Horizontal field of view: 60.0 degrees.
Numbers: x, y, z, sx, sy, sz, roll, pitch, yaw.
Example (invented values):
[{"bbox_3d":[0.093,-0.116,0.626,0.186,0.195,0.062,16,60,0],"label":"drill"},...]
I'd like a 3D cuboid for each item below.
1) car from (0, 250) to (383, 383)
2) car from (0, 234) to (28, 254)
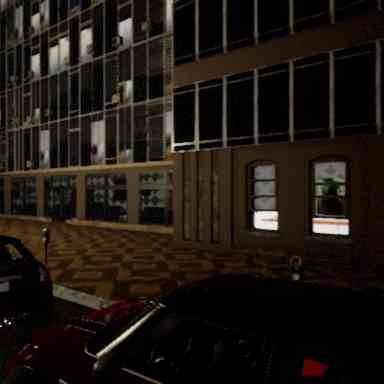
[{"bbox_3d":[0.249,1.438,2.699,4.097,1.590,1.967,0,0,36],"label":"car"},{"bbox_3d":[-4.385,1.430,6.005,4.097,1.590,1.967,0,0,36],"label":"car"}]
